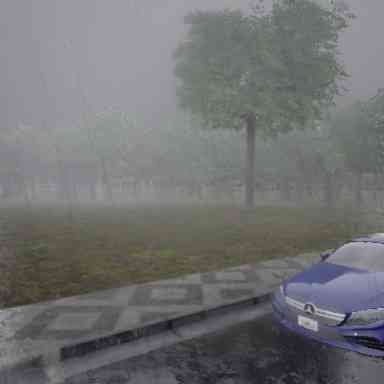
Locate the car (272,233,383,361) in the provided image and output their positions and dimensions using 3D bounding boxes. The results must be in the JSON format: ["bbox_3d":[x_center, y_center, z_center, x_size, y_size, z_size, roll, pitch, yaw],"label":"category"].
[{"bbox_3d":[3.457,1.504,5.841,4.674,1.442,1.812,0,0,-35],"label":"car"}]
